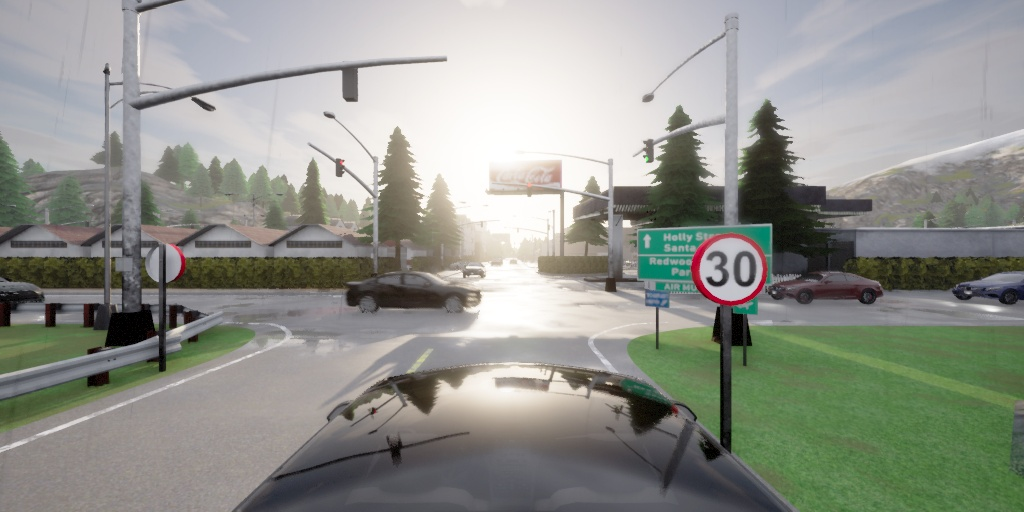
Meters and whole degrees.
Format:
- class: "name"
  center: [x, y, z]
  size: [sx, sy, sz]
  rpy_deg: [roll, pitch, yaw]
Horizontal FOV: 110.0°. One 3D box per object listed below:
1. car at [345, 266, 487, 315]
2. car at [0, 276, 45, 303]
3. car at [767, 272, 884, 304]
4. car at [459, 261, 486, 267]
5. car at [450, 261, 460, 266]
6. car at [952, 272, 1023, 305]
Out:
- class: "car"
  center: [-3.635, 1.298, 13.569]
  size: [5.008, 1.535, 1.882]
  rpy_deg: [0, 0, 1]
- class: "car"
  center: [-21.178, 1.293, 13.776]
  size: [4.553, 1.767, 2.097]
  rpy_deg: [0, 0, 1]
- class: "car"
  center: [14.797, 1.467, 17.039]
  size: [4.674, 1.442, 1.812]
  rpy_deg: [0, 0, 0]
- class: "car"
  center: [-3.469, 1.291, 33.817]
  size: [1.812, 1.442, 4.674]
  rpy_deg: [1, -1, 0]
- class: "car"
  center: [-6.594, 1.405, 51.667]
  size: [4.674, 1.442, 1.812]
  rpy_deg: [-1, 1, -11]
- class: "car"
  center: [23.931, 1.467, 16.947]
  size: [4.674, 1.442, 1.812]
  rpy_deg: [0, 0, 1]
